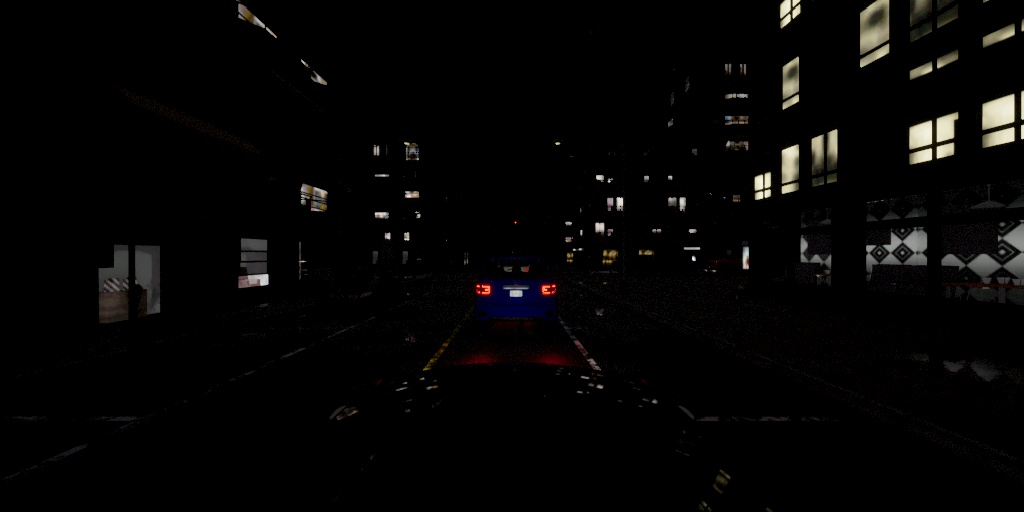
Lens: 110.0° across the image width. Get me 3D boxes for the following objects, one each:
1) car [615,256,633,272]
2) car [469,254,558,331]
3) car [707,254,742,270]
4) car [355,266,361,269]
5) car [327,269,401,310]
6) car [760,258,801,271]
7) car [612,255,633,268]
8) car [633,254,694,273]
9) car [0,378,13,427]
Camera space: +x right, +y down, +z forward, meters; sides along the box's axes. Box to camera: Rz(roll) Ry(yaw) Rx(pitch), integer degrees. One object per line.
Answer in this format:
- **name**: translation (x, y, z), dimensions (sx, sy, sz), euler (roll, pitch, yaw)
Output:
- **car**: translation (14.422, 0.983, 40.230), dimensions (4.674, 1.442, 1.812), euler (-1, 0, -1)
- **car**: translation (0.099, 0.971, 11.079), dimensions (2.150, 2.045, 5.566), euler (0, 0, 0)
- **car**: translation (24.450, 0.622, 40.334), dimensions (4.553, 1.767, 2.097), euler (-1, 0, 0)
- **car**: translation (-16.145, 1.628, 36.791), dimensions (4.718, 1.301, 1.895), euler (-1, 0, -1)
- **car**: translation (-5.739, 1.332, 14.483), dimensions (1.802, 1.307, 4.207), euler (0, 0, 0)
- **car**: translation (25.807, 0.822, 34.556), dimensions (4.313, 1.339, 1.948), euler (0, 0, 0)
- **car**: translation (14.580, 0.764, 42.840), dimensions (5.009, 1.841, 2.192), euler (0, 0, 0)
- **car**: translation (14.713, 0.778, 34.461), dimensions (5.009, 1.841, 2.192), euler (0, 0, 0)
- **car**: translation (-5.690, 1.300, 1.566), dimensions (2.007, 1.370, 4.403), euler (0, 0, 0)
